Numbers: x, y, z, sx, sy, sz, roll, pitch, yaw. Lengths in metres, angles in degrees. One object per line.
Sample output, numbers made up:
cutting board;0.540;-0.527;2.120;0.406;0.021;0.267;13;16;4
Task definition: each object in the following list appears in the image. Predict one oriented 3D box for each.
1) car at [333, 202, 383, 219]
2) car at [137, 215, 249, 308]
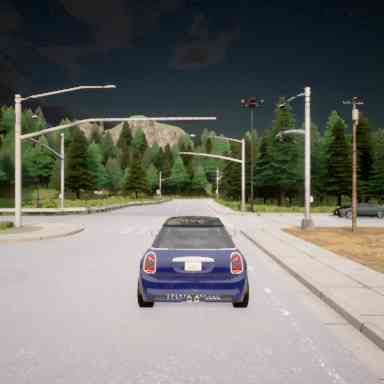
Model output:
car;14.499;1.589;28.718;4.181;1.385;1.994;0;0;1
car;0.037;1.348;8.090;2.097;1.767;4.553;0;0;0
